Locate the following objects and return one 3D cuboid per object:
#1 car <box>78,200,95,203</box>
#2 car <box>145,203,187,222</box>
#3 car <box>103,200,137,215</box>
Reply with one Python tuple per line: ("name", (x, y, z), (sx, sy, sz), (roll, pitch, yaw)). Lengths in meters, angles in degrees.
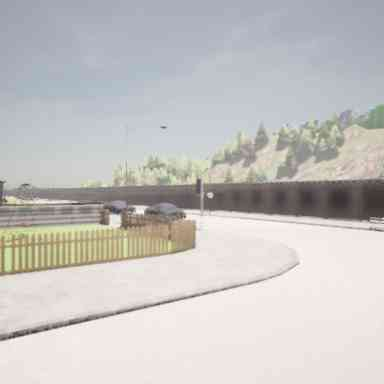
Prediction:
("car", (-13.441, 1.629, 42.780), (1.895, 1.301, 4.718), (0, 0, -35))
("car", (-2.181, 1.592, 26.974), (1.994, 1.385, 4.181), (0, 0, -36))
("car", (-7.630, 1.576, 34.608), (2.033, 1.411, 5.357), (0, 0, -36))
